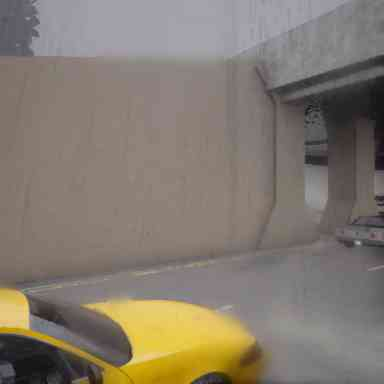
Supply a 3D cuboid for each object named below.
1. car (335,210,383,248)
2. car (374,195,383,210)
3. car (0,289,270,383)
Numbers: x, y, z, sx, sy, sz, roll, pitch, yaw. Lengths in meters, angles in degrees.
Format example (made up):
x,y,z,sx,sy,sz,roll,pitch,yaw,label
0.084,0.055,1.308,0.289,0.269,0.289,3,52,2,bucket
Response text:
x,y,z,sx,sy,sz,roll,pitch,yaw,label
8.051,1.617,13.783,4.718,1.301,1.895,0,0,-35,car
20.630,1.327,35.652,5.566,2.045,2.150,0,0,-35,car
-1.693,1.456,2.533,5.366,1.575,1.801,0,0,-36,car
